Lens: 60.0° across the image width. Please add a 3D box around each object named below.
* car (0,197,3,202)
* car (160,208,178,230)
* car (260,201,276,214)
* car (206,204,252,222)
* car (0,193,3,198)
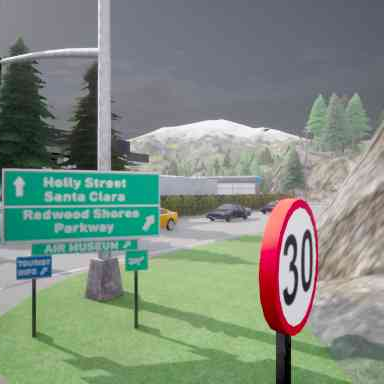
[{"bbox_3d":[-12.368,1.505,26.054,1.905,1.878,3.866,0,0,35],"label":"car"},{"bbox_3d":[-2.912,1.669,20.479,1.882,1.535,5.008,0,0,36],"label":"car"},{"bbox_3d":[9.646,1.739,37.713,2.033,1.411,5.357,0,0,36],"label":"car"},{"bbox_3d":[3.359,1.739,29.098,2.033,1.411,5.357,0,0,36],"label":"car"},{"bbox_3d":[-38.568,1.490,69.998,4.514,1.523,2.007,0,0,35],"label":"car"}]
